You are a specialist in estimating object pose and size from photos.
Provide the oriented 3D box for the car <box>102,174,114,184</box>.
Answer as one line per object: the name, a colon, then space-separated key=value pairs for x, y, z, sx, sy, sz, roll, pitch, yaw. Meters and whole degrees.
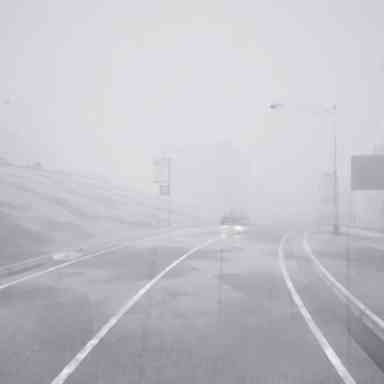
car: x=-14.915 y=-1.780 z=55.301 sx=2.435 sy=2.045 sz=5.566 roll=0 pitch=-4 yaw=11

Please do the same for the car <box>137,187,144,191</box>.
car: x=-12.436 y=-0.302 z=71.639 sx=2.002 sy=1.452 sz=4.674 roll=0 pitch=-4 yaw=7

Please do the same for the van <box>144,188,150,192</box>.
van: x=-11.775 y=-0.115 z=77.275 sx=1.878 sy=1.987 sz=4.442 roll=0 pitch=-4 yaw=7

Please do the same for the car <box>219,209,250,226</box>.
car: x=3.823 y=2.183 z=29.310 sx=1.994 sy=1.385 sz=4.181 roll=-1 pitch=-2 yaw=22

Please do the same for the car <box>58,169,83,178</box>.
car: x=-17.193 y=-2.219 z=44.294 sx=2.231 sy=1.521 sz=4.892 roll=0 pitch=-3 yaw=14

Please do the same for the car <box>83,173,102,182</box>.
car: x=-16.001 y=-2.011 z=49.800 sx=2.185 sy=1.767 sz=4.553 roll=0 pitch=-3 yaw=12

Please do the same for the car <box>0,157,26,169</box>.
car: x=-19.859 y=-2.801 z=33.699 sx=2.163 sy=1.488 sz=4.792 roll=0 pitch=-3 yaw=16

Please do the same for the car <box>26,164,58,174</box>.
car: x=-18.457 y=-2.484 z=39.029 sx=2.002 sy=1.452 sz=4.674 roll=0 pitch=-3 yaw=15

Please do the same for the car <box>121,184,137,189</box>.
car: x=-13.161 y=-0.720 z=66.160 sx=2.002 sy=1.452 sz=4.674 roll=0 pitch=-4 yaw=8
